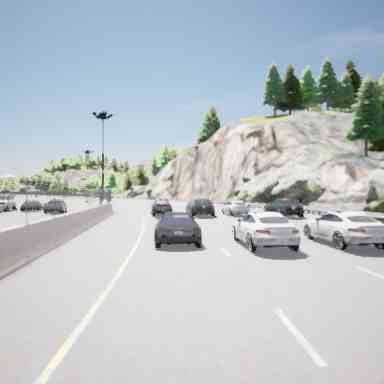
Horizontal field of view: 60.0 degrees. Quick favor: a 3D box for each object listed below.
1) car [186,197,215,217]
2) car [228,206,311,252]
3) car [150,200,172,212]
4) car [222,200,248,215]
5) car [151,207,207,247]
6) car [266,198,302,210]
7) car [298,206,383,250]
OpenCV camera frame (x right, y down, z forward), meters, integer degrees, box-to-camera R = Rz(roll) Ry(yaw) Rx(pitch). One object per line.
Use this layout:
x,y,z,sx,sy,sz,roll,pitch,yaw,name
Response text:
0.712,1.372,31.366,2.097,1.767,4.553,0,0,-9,car
2.938,1.529,13.760,1.812,1.442,4.674,0,0,-4,car
-3.034,1.520,32.455,2.128,1.511,4.902,0,0,-10,car
4.178,1.539,31.892,1.812,1.442,4.674,0,0,-9,car
-0.684,1.576,15.094,1.994,1.385,4.181,0,0,-5,car
8.084,1.355,29.622,2.097,1.767,4.553,0,0,-9,car
6.415,1.522,14.132,1.812,1.442,4.674,0,0,-4,car
